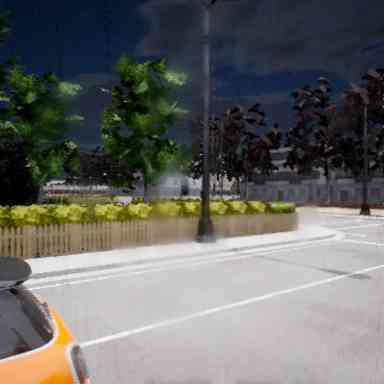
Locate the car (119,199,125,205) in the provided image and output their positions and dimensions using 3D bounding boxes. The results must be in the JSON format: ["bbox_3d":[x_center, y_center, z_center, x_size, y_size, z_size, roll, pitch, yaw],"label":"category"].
[{"bbox_3d":[-12.507,1.613,54.118,1.994,1.385,4.181,0,0,-36],"label":"car"}]

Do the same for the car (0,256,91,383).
[{"bbox_3d":[-2.944,1.349,1.876,4.553,1.767,2.097,0,0,-35],"label":"car"}]
